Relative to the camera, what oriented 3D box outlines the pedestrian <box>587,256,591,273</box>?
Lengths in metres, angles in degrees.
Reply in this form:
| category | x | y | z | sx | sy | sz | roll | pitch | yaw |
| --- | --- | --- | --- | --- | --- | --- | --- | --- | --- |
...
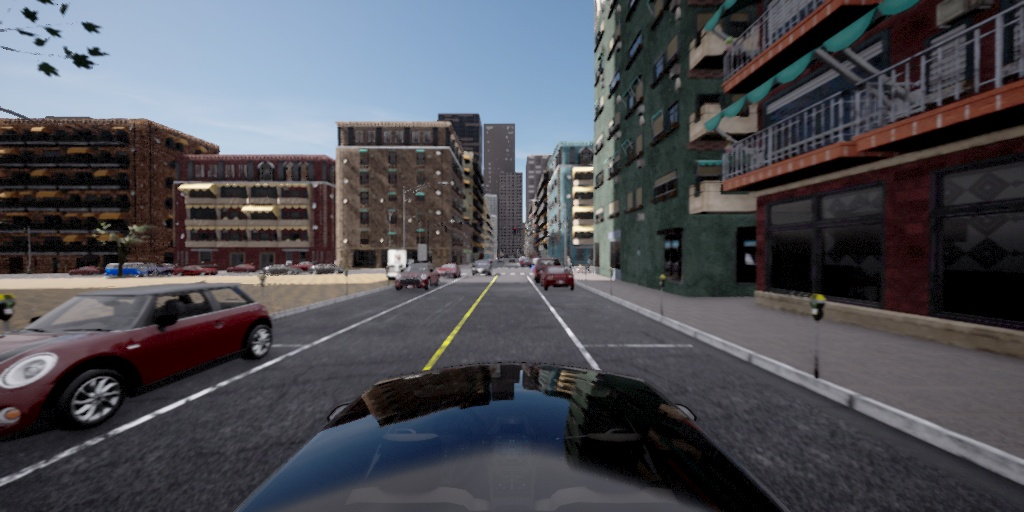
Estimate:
| category | x | y | z | sx | sy | sz | roll | pitch | yaw |
| --- | --- | --- | --- | --- | --- | --- | --- | --- | --- |
| pedestrian | 8.131 | 0.899 | 38.161 | 0.375 | 1.860 | 0.375 | 0 | 0 | 0 |

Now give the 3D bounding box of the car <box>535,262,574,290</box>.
| category | x | y | z | sx | sy | sz | roll | pitch | yaw |
| --- | --- | --- | --- | --- | --- | --- | --- | --- | --- |
| car | 2.687 | 1.283 | 21.948 | 1.888 | 1.381 | 4.507 | 0 | 0 | 0 |

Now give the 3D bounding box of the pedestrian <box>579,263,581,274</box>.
| category | x | y | z | sx | sy | sz | roll | pitch | yaw |
| --- | --- | --- | --- | --- | --- | --- | --- | --- | --- |
| pedestrian | 7.131 | 1.262 | 37.564 | 0.500 | 1.100 | 0.500 | 0 | 0 | 0 |

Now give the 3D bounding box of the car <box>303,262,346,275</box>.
| category | x | y | z | sx | sy | sz | roll | pitch | yaw |
| --- | --- | --- | --- | --- | --- | --- | --- | --- | --- |
| car | -22.398 | 1.617 | 43.771 | 4.403 | 1.370 | 2.007 | 0 | 0 | 0 |

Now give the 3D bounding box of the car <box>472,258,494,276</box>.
| category | x | y | z | sx | sy | sz | roll | pitch | yaw |
| --- | --- | --- | --- | --- | --- | --- | --- | --- | --- |
| car | -3.011 | 1.225 | 36.778 | 2.128 | 1.511 | 4.902 | 0 | 0 | 0 |

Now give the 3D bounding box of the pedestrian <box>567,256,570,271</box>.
| category | x | y | z | sx | sy | sz | roll | pitch | yaw |
| --- | --- | --- | --- | --- | --- | --- | --- | --- | --- |
| pedestrian | 6.131 | 0.878 | 38.761 | 0.375 | 1.860 | 0.375 | 0 | 0 | 0 |

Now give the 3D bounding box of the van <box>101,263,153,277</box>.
| category | x | y | z | sx | sy | sz | roll | pitch | yaw |
| --- | --- | --- | --- | --- | --- | --- | --- | --- | --- |
| van | -46.857 | 1.763 | 43.694 | 3.998 | 1.789 | 1.690 | 0 | 0 | 0 |

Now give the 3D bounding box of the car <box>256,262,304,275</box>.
| category | x | y | z | sx | sy | sz | roll | pitch | yaw |
| --- | --- | --- | --- | --- | --- | --- | --- | --- | --- |
| car | -27.967 | 1.698 | 43.730 | 4.403 | 1.370 | 2.007 | 0 | 0 | 0 |

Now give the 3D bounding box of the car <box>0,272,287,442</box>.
| category | x | y | z | sx | sy | sz | roll | pitch | yaw |
| --- | --- | --- | --- | --- | --- | --- | --- | --- | --- |
| car | -5.692 | 1.187 | 5.366 | 1.967 | 1.591 | 4.097 | 0 | 0 | 0 |

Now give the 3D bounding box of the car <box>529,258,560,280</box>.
| category | x | y | z | sx | sy | sz | roll | pitch | yaw |
| --- | --- | --- | --- | --- | --- | --- | --- | --- | --- |
| car | 2.686 | 1.051 | 27.476 | 2.192 | 1.841 | 5.009 | 0 | 0 | 0 |

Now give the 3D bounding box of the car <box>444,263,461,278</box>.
| category | x | y | z | sx | sy | sz | roll | pitch | yaw |
| --- | --- | --- | --- | --- | --- | --- | --- | --- | --- |
| car | -5.695 | 1.315 | 33.004 | 1.802 | 1.307 | 4.207 | 0 | 0 | 0 |

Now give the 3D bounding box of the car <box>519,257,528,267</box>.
| category | x | y | z | sx | sy | sz | roll | pitch | yaw |
| --- | --- | --- | --- | --- | --- | --- | --- | --- | --- |
| car | 2.682 | 1.311 | 65.398 | 1.802 | 1.307 | 4.207 | 0 | 0 | 0 |

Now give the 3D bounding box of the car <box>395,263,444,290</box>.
| category | x | y | z | sx | sy | sz | roll | pitch | yaw |
| --- | --- | --- | --- | --- | --- | --- | --- | --- | --- |
| car | -5.694 | 1.177 | 21.948 | 1.967 | 1.591 | 4.097 | 0 | 0 | 0 |

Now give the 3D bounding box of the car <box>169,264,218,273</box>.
| category | x | y | z | sx | sy | sz | roll | pitch | yaw |
| --- | --- | --- | --- | --- | --- | --- | --- | --- | --- |
| car | -38.397 | 1.844 | 43.699 | 4.507 | 1.381 | 1.888 | 0 | 0 | 0 |
